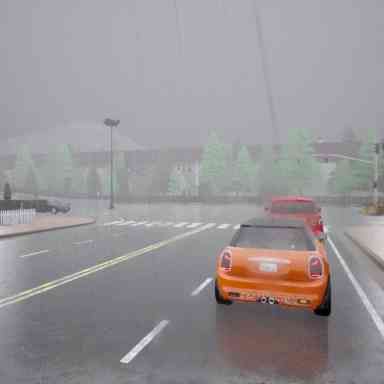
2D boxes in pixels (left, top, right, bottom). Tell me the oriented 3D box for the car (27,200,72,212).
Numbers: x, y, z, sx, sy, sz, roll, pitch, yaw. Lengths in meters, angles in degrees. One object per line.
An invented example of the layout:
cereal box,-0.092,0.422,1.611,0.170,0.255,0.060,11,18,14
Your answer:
car,-16.814,1.592,39.325,4.718,1.301,1.895,0,0,16

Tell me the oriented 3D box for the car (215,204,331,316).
car,2.056,1.352,7.890,2.097,1.767,4.553,0,0,19

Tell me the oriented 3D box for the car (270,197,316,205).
car,4.271,1.221,14.150,2.150,2.045,5.566,0,0,16

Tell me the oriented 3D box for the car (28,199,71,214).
car,-15.227,1.502,35.212,4.892,1.490,1.837,0,0,18
